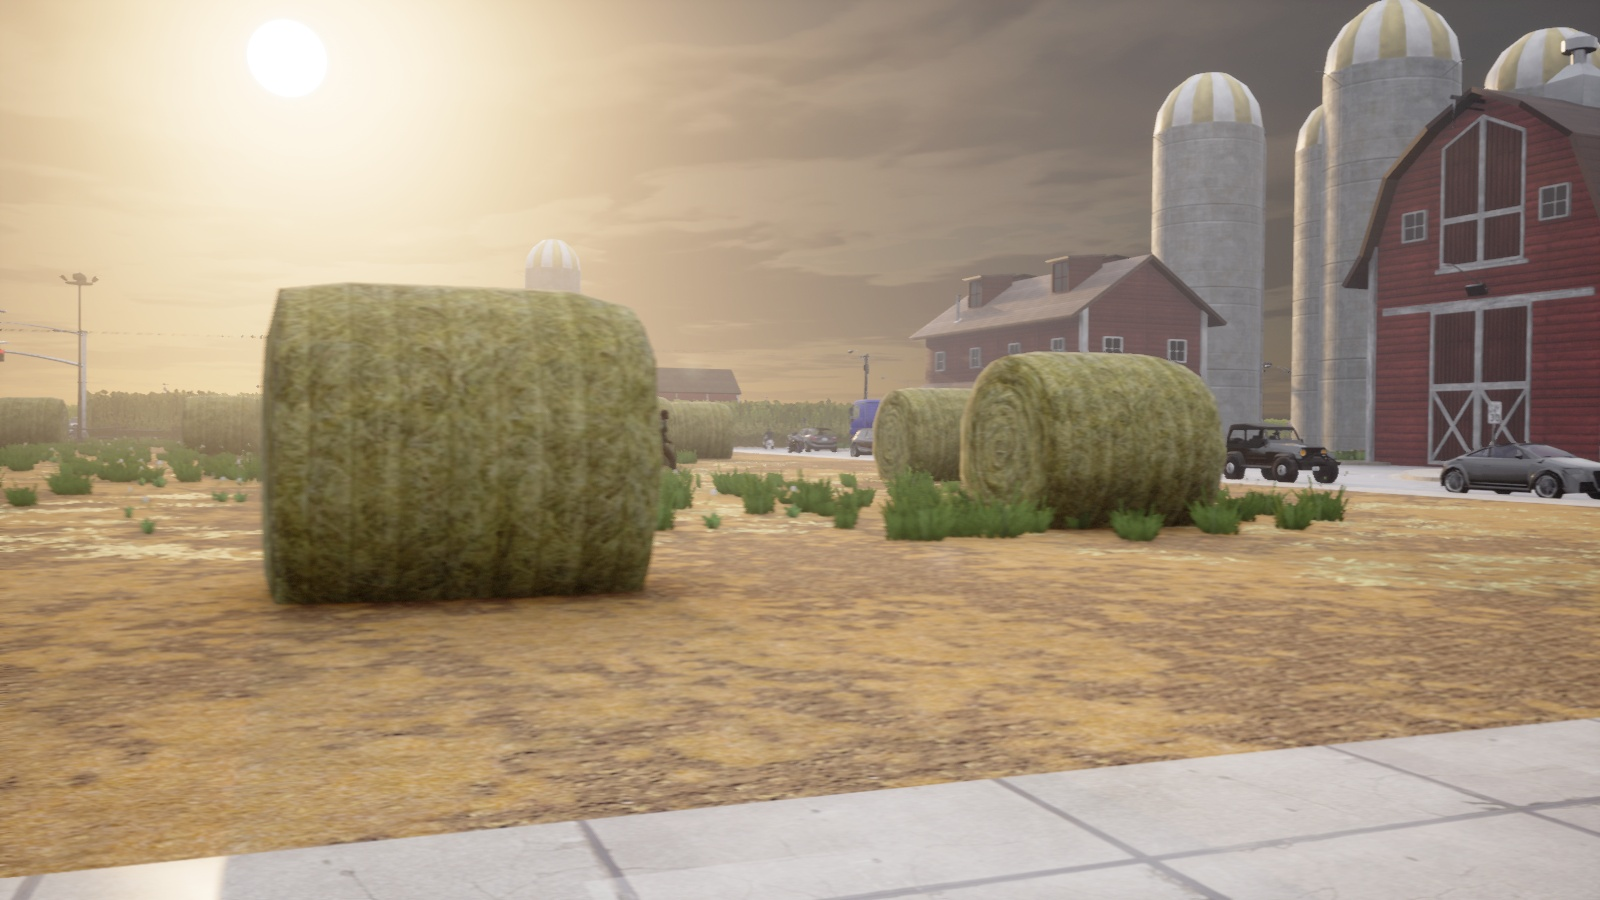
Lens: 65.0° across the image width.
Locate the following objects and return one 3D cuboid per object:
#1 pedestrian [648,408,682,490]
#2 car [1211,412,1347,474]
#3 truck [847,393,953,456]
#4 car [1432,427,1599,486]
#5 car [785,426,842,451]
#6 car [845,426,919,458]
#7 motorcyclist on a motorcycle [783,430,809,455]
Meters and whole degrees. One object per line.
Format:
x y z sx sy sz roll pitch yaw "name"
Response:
-3.203 -0.028 29.878 0.692 1.930 0.395 -1 1 -24 "pedestrian"
15.167 -0.247 39.963 1.905 1.878 3.866 -1 1 -21 "car"
5.692 -1.461 72.977 2.891 3.462 7.936 -1 1 -22 "truck"
18.465 0.119 31.738 1.994 1.385 4.181 -1 1 -22 "car"
0.851 -0.779 85.095 2.242 1.667 4.611 -1 1 -22 "car"
4.336 -0.436 66.992 2.033 1.649 4.856 -1 1 -22 "car"
-0.279 -0.468 78.514 0.866 1.530 2.191 -1 1 -22 "motorcyclist on a motorcycle"
